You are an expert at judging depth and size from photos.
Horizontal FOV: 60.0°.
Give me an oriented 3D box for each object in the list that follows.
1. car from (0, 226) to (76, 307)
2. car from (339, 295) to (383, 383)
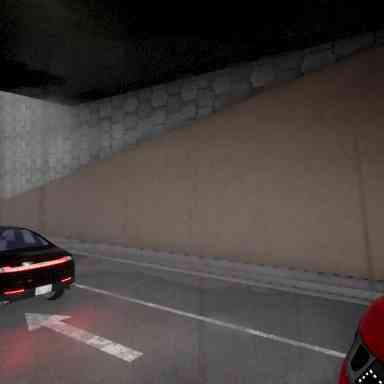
[{"bbox_3d":[-4.557,1.492,7.222,4.902,1.511,2.128,0,0,36],"label":"car"},{"bbox_3d":[3.618,1.221,1.362,5.566,2.045,2.150,0,0,35],"label":"car"}]
